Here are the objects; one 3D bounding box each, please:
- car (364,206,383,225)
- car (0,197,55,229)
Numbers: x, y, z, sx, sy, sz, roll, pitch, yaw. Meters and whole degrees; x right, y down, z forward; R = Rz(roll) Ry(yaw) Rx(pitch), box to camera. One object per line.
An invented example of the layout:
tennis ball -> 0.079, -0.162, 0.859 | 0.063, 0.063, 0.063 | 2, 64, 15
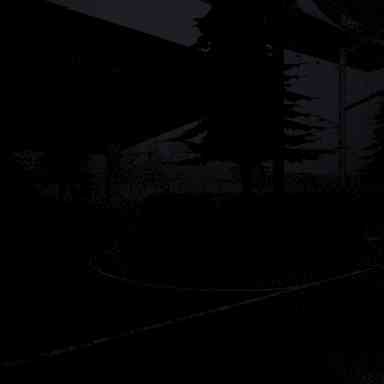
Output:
car -> 12.270, 1.430, 20.431 | 1.994, 1.385, 4.181 | 0, 3, -40
car -> -11.886, 1.313, 23.526 | 3.866, 1.878, 1.905 | 0, 0, -36
